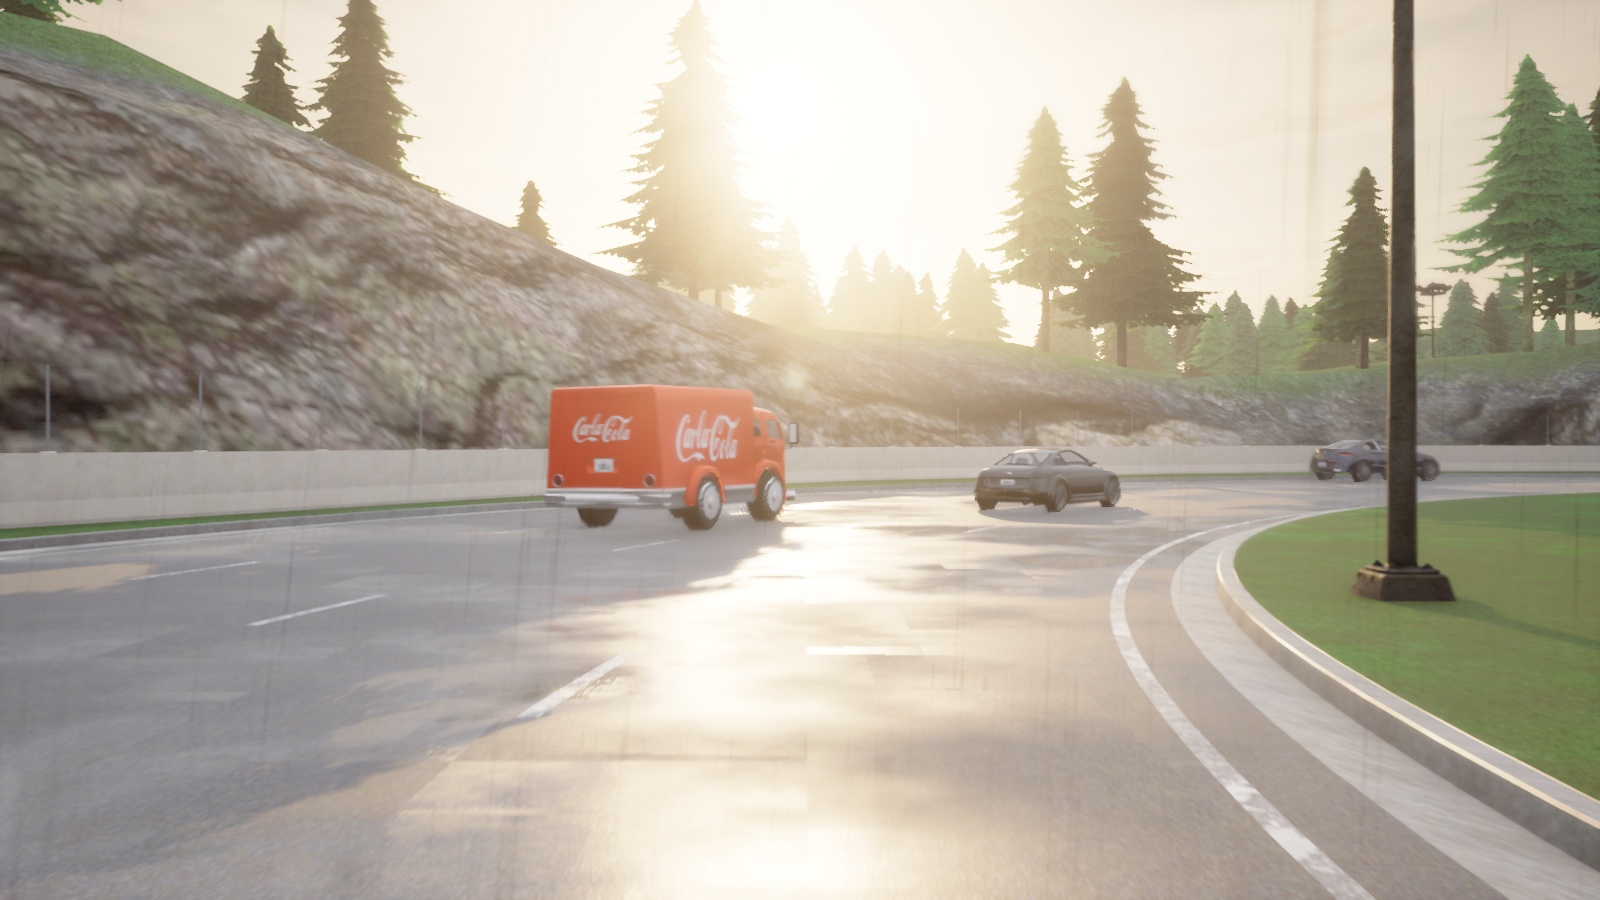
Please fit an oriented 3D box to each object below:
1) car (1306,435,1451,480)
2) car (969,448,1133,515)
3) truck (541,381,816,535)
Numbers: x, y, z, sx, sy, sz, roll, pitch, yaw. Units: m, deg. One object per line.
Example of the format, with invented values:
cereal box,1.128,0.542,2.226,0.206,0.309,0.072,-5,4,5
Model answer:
car,22.302,0.271,48.455,5.027,1.651,2.152,0,0,-20
car,5.772,0.654,28.579,1.994,1.385,4.181,0,0,38
truck,-2.029,0.128,22.969,2.627,2.467,5.204,0,0,27
